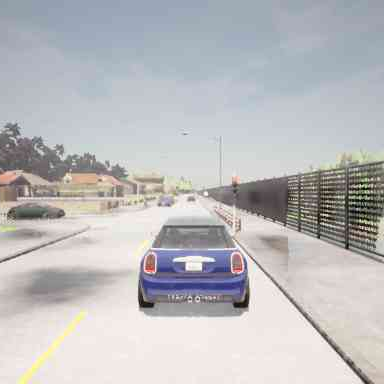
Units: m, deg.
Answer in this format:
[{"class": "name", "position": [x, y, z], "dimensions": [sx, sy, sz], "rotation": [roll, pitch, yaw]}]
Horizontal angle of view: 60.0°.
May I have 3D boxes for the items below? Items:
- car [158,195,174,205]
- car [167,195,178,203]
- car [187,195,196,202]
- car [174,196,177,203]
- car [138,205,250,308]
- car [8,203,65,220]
[{"class": "car", "position": [-4.182, 1.526, 50.933], "dimensions": [1.812, 1.442, 4.674], "rotation": [0, 0, 0]}, {"class": "car", "position": [-4.133, 1.478, 70.964], "dimensions": [1.882, 1.535, 5.008], "rotation": [0, 0, 0]}, {"class": "car", "position": [-0.143, 1.524, 76.278], "dimensions": [1.812, 1.442, 4.674], "rotation": [0, 0, 0]}, {"class": "car", "position": [-4.183, 1.547, 60.701], "dimensions": [2.033, 1.411, 5.357], "rotation": [0, 0, 0]}, {"class": "car", "position": [0.038, 1.352, 8.078], "dimensions": [2.097, 1.767, 4.553], "rotation": [0, 0, 0]}, {"class": "car", "position": [-12.638, 1.564, 27.173], "dimensions": [4.181, 1.385, 1.994], "rotation": [0, 0, 0]}]
